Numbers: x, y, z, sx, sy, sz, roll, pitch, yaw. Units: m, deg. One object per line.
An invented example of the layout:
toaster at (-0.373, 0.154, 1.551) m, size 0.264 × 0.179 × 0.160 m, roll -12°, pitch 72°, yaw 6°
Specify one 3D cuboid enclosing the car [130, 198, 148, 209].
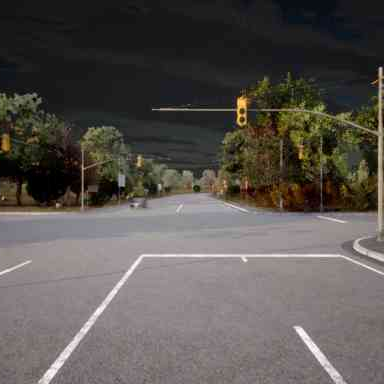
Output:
car at (-7.000, 1.494, 44.196) m, size 2.128 × 1.511 × 4.902 m, roll 0°, pitch 0°, yaw 0°
